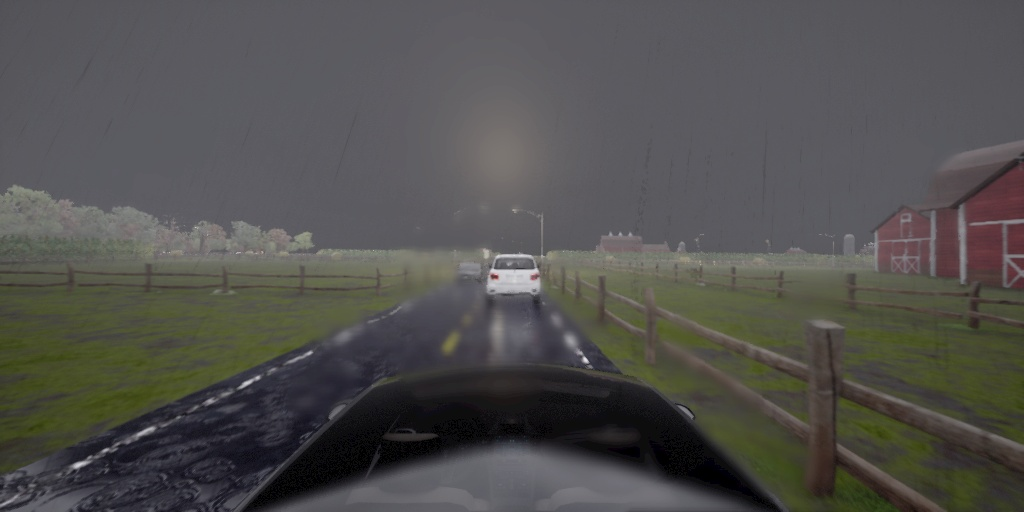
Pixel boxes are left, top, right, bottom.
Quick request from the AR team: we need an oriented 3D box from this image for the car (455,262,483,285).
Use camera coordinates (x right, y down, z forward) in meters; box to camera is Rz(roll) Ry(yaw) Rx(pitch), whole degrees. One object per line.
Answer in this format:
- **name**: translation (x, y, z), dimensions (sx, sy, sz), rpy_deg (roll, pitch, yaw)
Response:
- **car**: translation (-2.852, 1.190, 25.431), dimensions (1.837, 1.490, 4.892), rpy_deg (0, 0, 0)

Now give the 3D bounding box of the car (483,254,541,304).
- **car**: translation (0.096, 0.934, 16.229), dimensions (2.150, 2.045, 5.566), rpy_deg (0, 0, 0)
